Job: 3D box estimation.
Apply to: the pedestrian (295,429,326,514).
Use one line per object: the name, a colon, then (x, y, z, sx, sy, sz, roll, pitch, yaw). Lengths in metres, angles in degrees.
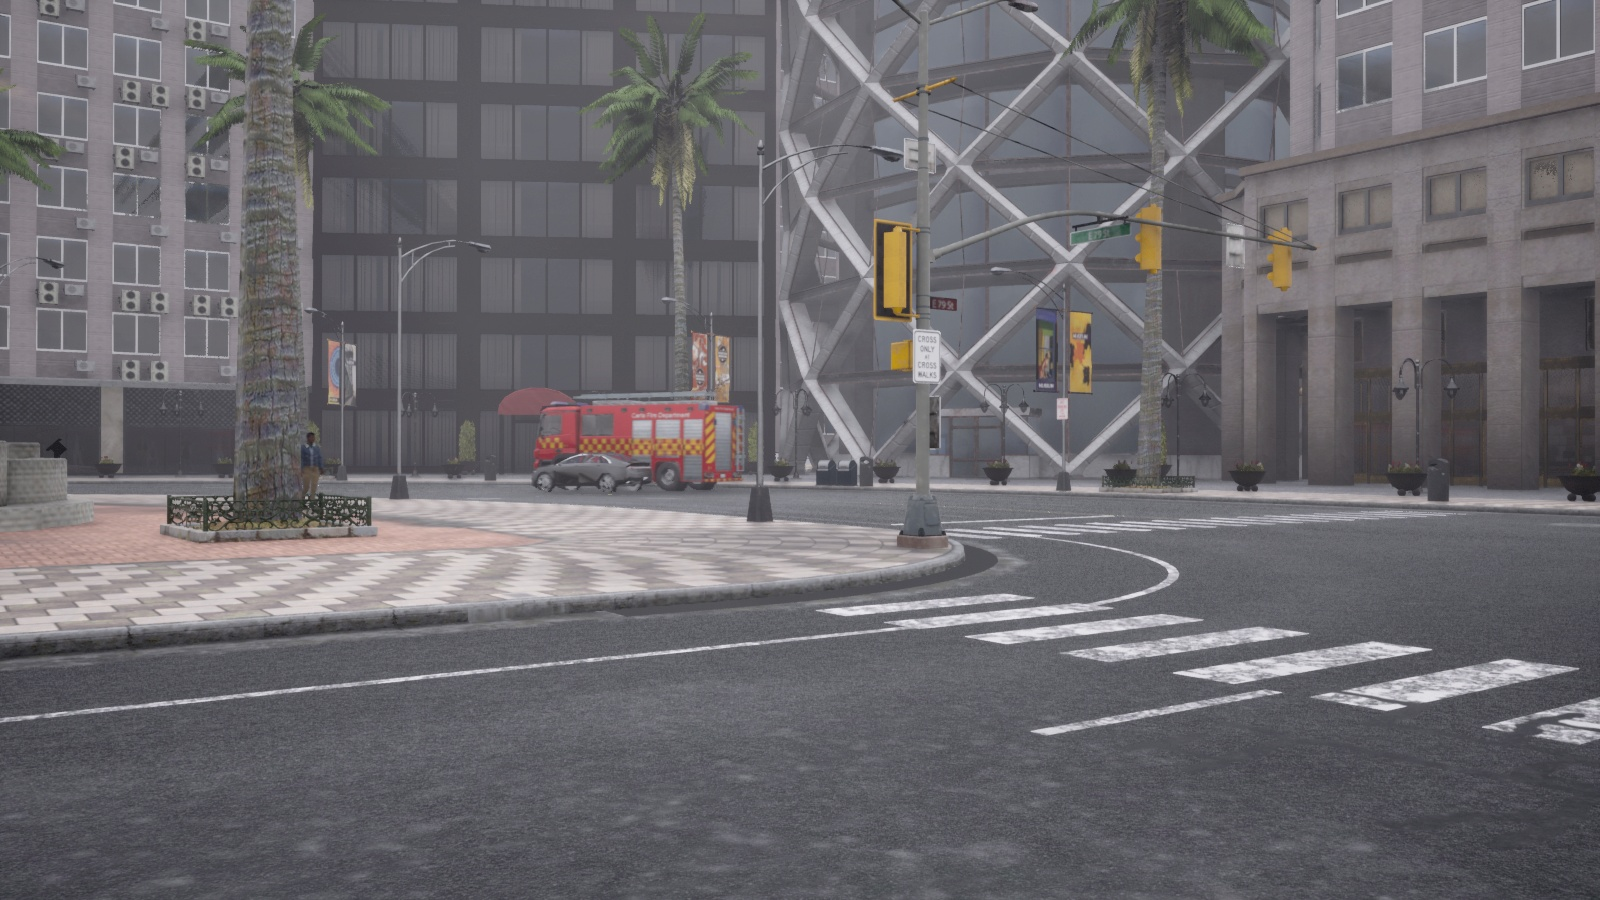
pedestrian: (-11.467, 0.498, 29.419, 0.423, 1.949, 0.788, 0, 0, -43)

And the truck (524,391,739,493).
truck: (-6.823, -0.282, 50.424, 8.468, 3.827, 2.891, 0, 0, 28)

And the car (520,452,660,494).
car: (-7.876, 0.833, 47.016, 4.902, 1.511, 2.128, 0, 0, 27)
